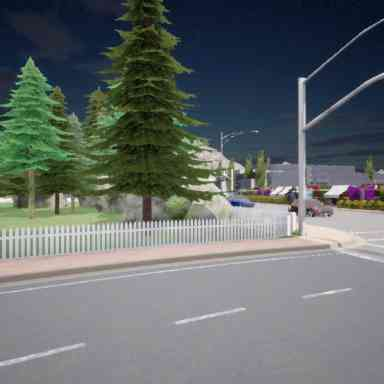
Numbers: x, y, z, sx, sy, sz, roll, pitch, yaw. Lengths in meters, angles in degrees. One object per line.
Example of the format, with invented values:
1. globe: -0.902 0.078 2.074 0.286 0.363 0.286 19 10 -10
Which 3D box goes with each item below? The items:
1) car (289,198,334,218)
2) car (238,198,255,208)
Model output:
1. car: 11.155 1.407 31.313 2.097 1.767 4.553 0 0 -17
2. car: 6.893 1.533 45.670 1.882 1.535 5.008 0 0 -17
